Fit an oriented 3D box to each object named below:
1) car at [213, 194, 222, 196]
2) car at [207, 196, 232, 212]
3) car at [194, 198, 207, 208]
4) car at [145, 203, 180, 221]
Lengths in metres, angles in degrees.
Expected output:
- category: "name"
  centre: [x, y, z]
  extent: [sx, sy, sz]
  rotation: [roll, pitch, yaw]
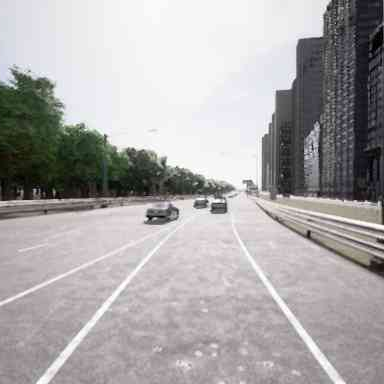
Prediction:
- category: "car"
  centre: [6.485, 1.439, 83.088]
  extent: [2.150, 2.045, 5.566]
  rotation: [1, 0, 9]
- category: "car"
  centre: [3.396, 1.587, 40.343]
  extent: [2.128, 1.511, 4.902]
  rotation: [0, 0, 9]
- category: "car"
  centre: [1.455, 1.587, 50.899]
  extent: [2.128, 1.511, 4.902]
  rotation: [1, 0, 9]
- category: "car"
  centre: [-2.299, 1.563, 27.191]
  extent: [2.033, 1.411, 5.357]
  rotation: [0, 0, 9]
